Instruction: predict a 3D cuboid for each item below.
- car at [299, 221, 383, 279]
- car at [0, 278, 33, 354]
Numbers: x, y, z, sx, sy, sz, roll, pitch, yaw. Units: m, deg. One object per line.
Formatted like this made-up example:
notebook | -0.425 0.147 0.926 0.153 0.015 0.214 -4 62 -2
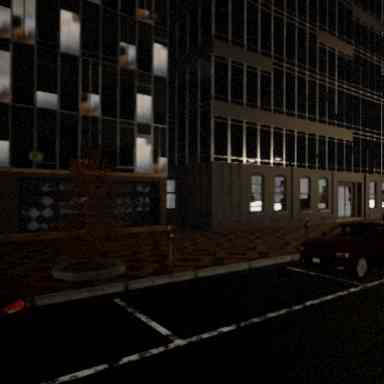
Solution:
car | 5.185 1.613 10.277 4.507 1.381 1.887 0 0 -36
car | -4.072 1.573 3.649 4.206 1.307 1.802 0 0 -36
